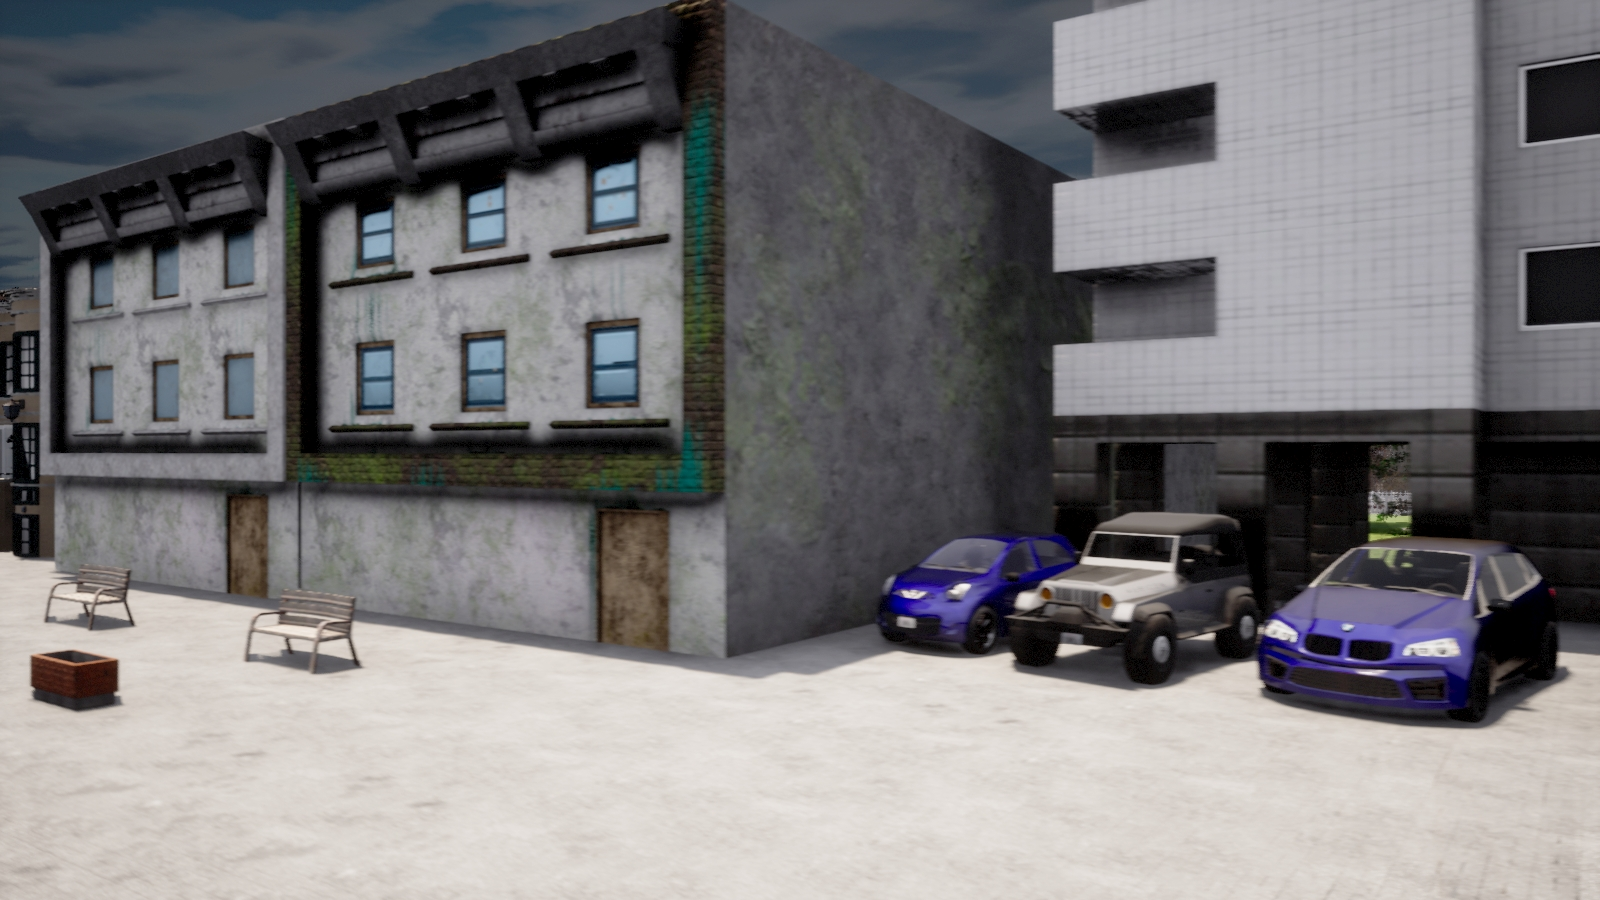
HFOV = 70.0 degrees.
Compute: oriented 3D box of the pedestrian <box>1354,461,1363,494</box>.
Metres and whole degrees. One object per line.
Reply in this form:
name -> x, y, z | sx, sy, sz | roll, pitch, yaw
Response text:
pedestrian -> 31.296, 1.526, 64.010 | 0.375, 1.860, 0.375 | 0, 0, 40
